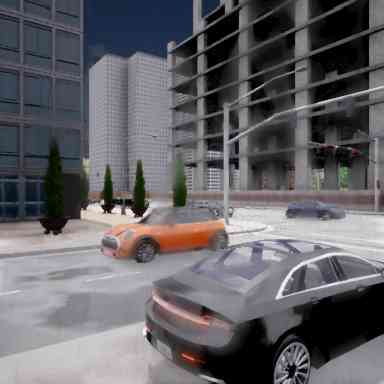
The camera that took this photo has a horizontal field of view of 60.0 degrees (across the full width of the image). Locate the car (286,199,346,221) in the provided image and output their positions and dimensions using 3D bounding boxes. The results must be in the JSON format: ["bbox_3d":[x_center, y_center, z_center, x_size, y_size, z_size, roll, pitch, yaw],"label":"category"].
[{"bbox_3d":[10.190,1.396,27.576,4.553,1.767,2.097,-1,0,44],"label":"car"}]

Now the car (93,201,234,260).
[{"bbox_3d":[-0.882,1.352,11.968,4.553,1.767,2.097,0,0,-36],"label":"car"}]

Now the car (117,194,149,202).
[{"bbox_3d":[-7.735,1.276,45.095,2.150,2.045,5.566,0,0,-36],"label":"car"}]

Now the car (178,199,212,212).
[{"bbox_3d":[0.343,1.619,39.933,1.994,1.385,4.181,0,0,-36],"label":"car"}]

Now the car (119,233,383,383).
[{"bbox_3d":[1.662,1.492,5.040,4.902,1.511,2.128,0,0,-36],"label":"car"}]

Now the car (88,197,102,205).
[{"bbox_3d":[-17.643,1.569,58.885,1.895,1.301,4.718,0,0,-36],"label":"car"}]

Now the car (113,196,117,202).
[{"bbox_3d":[-12.929,1.533,58.303,1.882,1.535,5.008,0,0,-36],"label":"car"}]
